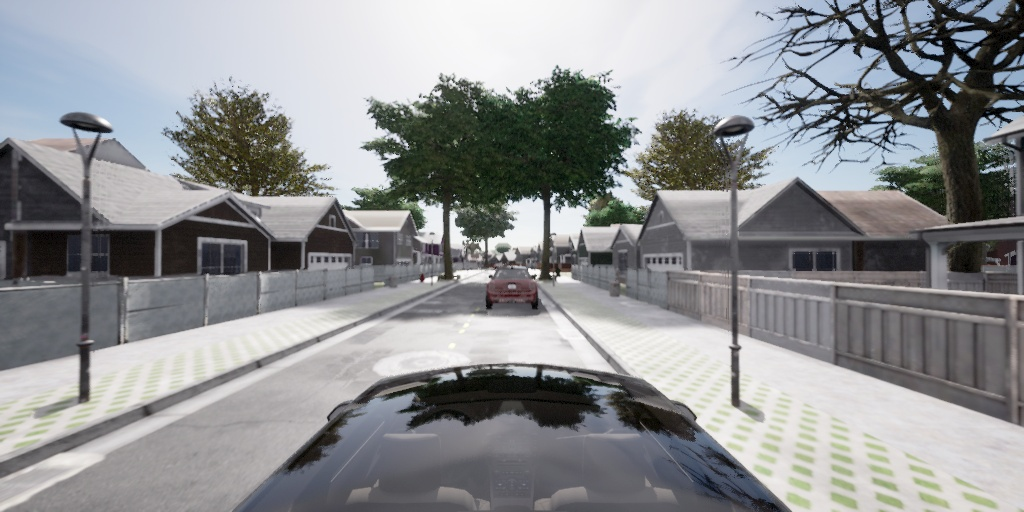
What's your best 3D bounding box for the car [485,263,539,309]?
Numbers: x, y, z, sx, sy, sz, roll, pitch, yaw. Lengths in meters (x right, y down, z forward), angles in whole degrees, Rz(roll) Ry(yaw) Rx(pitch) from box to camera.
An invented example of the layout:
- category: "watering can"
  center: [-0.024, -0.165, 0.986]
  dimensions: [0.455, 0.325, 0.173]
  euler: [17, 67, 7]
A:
- category: "car"
  center: [0.002, 1.232, 15.913]
  dimensions: [2.097, 1.767, 4.553]
  euler: [0, -1, 0]
